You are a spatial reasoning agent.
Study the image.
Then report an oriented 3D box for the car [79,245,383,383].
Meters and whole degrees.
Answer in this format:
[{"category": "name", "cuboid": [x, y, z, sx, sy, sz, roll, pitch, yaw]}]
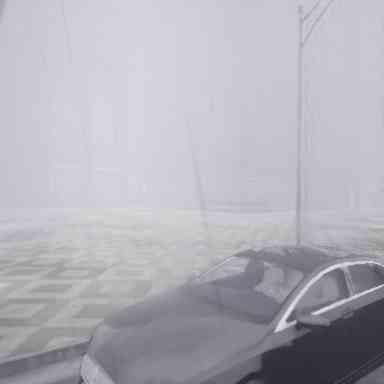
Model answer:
[{"category": "car", "cuboid": [1.140, 1.503, 4.189, 4.902, 1.511, 2.128, 0, 0, -35]}]
